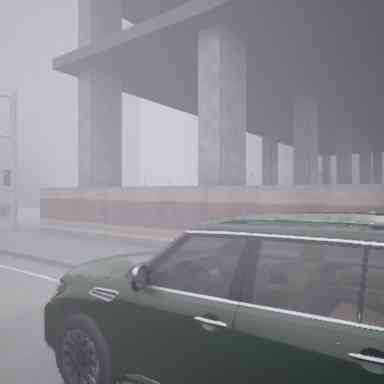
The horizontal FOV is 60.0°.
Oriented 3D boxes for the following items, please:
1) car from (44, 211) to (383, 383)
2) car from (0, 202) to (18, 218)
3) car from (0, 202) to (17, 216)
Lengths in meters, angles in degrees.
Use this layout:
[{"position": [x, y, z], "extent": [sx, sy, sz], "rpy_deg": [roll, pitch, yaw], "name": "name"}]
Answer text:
[{"position": [0.834, 1.223, 3.394], "extent": [5.566, 2.045, 2.150], "rpy_deg": [0, 0, 35], "name": "car"}, {"position": [-17.768, 1.533, 28.681], "extent": [1.882, 1.535, 5.008], "rpy_deg": [0, 0, 36], "name": "car"}, {"position": [-19.738, 1.656, 31.989], "extent": [1.895, 1.301, 4.718], "rpy_deg": [0, 0, 37], "name": "car"}]
